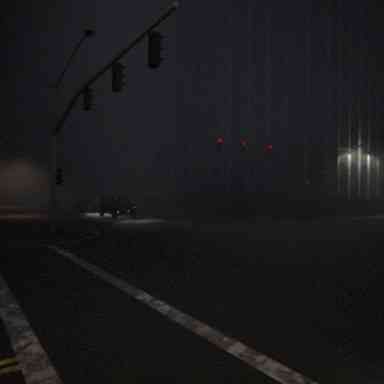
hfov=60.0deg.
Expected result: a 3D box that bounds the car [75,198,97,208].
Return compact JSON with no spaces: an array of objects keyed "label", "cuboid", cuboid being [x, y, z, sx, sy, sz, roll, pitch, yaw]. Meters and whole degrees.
[{"label":"car","cuboid":[-16.801,1.692,52.341,1.882,1.535,5.008,1,-1,-35]}]

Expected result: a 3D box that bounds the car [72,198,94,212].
[{"label":"car","cuboid":[-13.254,1.657,40.837,2.128,1.511,4.902,1,-1,-35]}]

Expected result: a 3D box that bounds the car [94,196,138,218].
[{"label":"car","cuboid":[-7.287,1.386,32.273,2.150,2.045,5.566,1,-1,-35]}]
